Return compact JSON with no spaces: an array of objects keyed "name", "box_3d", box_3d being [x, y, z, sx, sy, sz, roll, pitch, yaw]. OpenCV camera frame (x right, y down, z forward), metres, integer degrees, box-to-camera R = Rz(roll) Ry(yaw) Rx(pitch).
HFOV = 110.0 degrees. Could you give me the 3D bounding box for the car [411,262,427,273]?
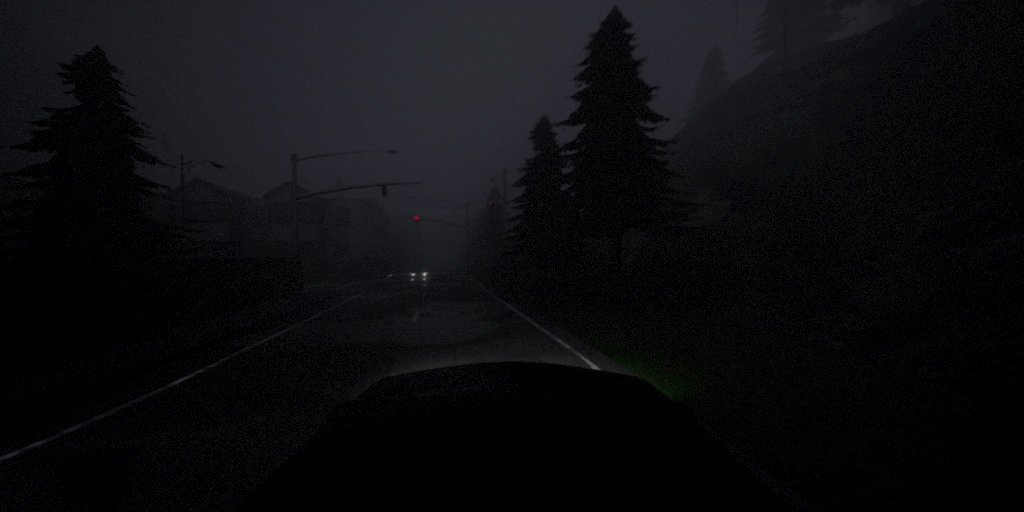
[{"name":"car","box_3d":[-12.156,1.539,47.168,1.812,1.442,4.674,-1,1,-12]}]
